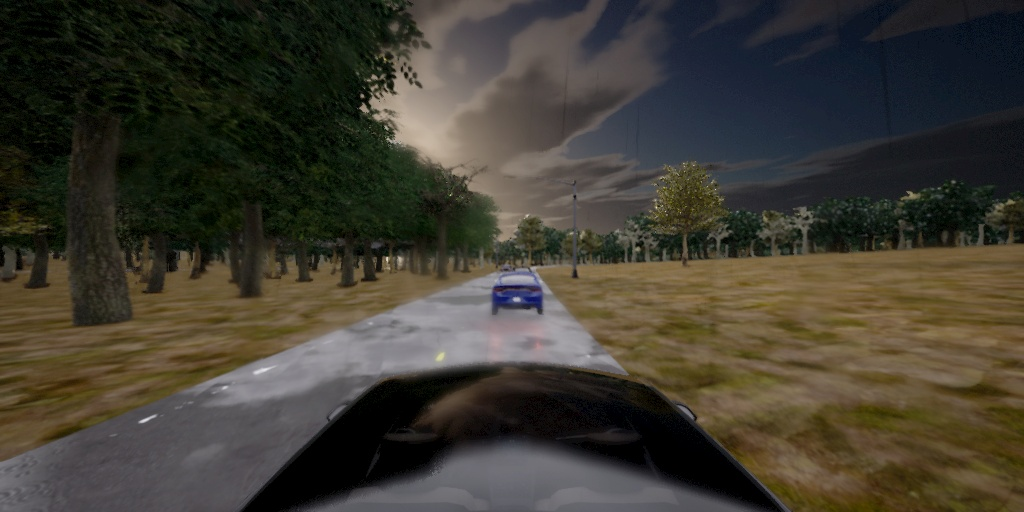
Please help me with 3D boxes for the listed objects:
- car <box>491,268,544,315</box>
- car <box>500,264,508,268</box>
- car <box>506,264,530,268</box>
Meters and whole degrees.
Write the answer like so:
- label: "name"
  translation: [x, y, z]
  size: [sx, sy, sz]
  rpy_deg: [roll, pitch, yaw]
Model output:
- label: "car"
  translation: [0.270, 1.395, 14.563]
  size: [1.882, 1.535, 5.008]
  rpy_deg: [0, -1, 2]
- label: "car"
  translation: [-0.931, 2.071, 59.197]
  size: [1.994, 1.385, 4.181]
  rpy_deg: [0, -1, 3]
- label: "car"
  translation: [0.827, 1.612, 28.961]
  size: [1.837, 1.490, 4.892]
  rpy_deg: [0, 0, 3]
